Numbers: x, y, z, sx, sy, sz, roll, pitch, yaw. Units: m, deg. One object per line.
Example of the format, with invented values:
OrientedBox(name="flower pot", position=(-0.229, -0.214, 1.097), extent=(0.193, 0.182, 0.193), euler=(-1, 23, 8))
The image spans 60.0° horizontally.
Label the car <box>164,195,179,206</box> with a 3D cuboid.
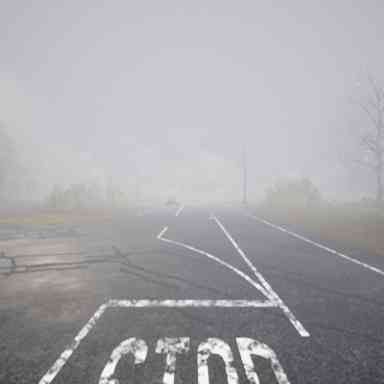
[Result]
OrientedBox(name="car", position=(-3.174, 1.282, 51.958), extent=(2.097, 1.767, 4.553), euler=(0, 0, 0))
